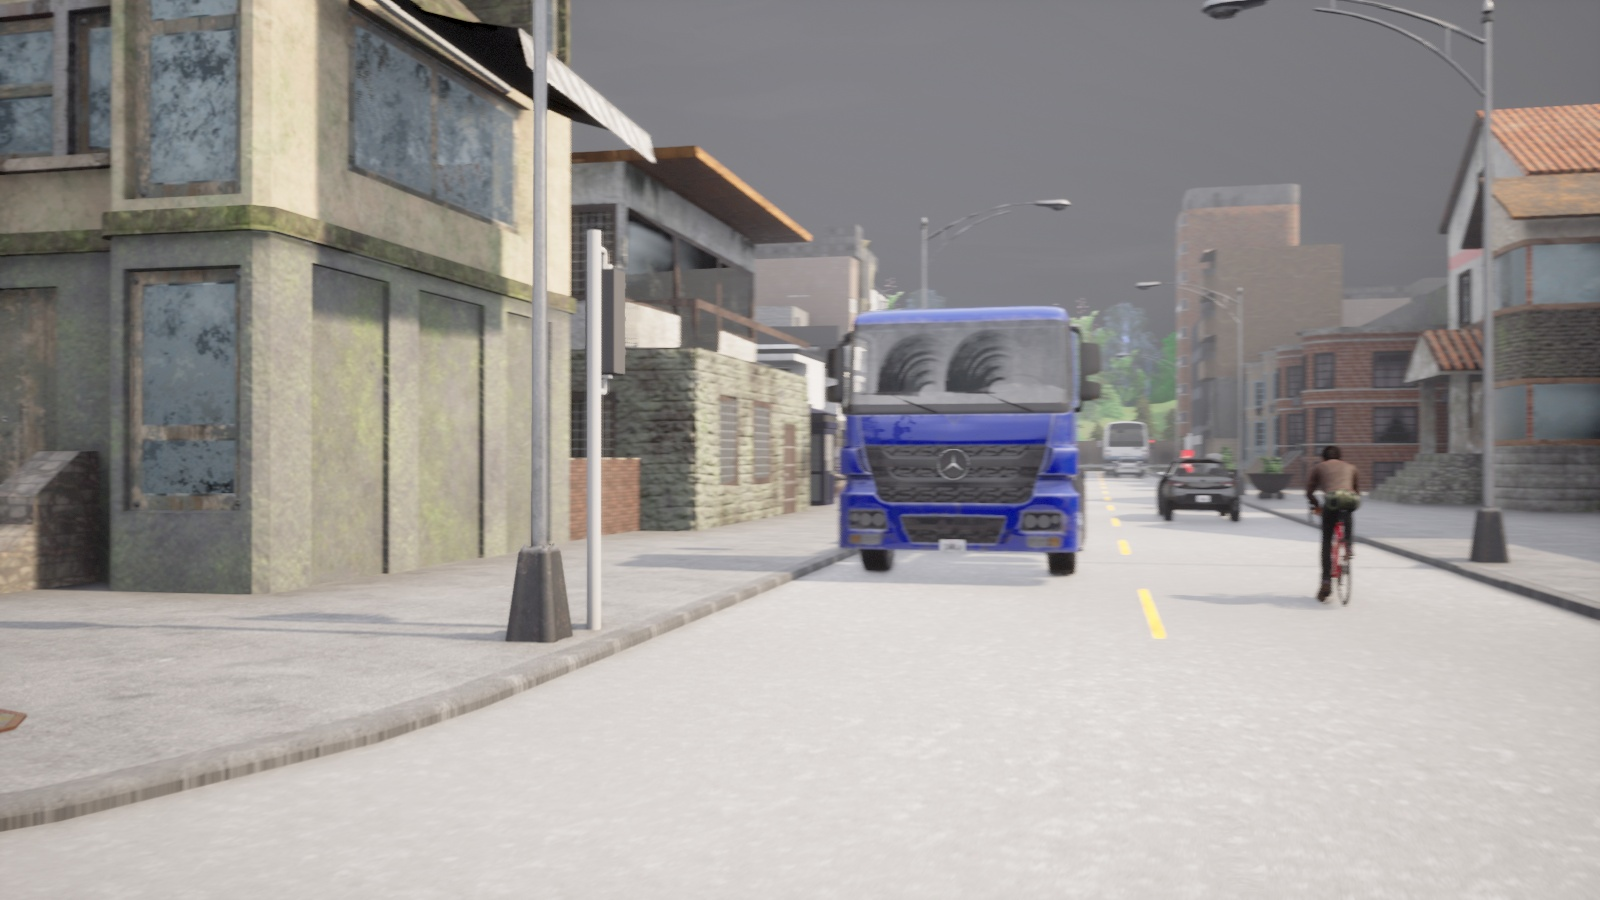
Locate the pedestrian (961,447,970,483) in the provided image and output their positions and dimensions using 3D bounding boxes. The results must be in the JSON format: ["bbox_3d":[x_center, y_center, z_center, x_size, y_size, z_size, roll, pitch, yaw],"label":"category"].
[{"bbox_3d":[8.804,0.798,66.876,0.396,1.930,0.692,0,0,12],"label":"pedestrian"}]

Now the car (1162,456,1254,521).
[{"bbox_3d":[9.910,0.894,30.731,1.816,1.474,4.193,0,0,14],"label":"car"}]

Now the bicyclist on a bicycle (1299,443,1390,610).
[{"bbox_3d":[5.614,0.750,13.013,0.582,1.620,1.656,0,-1,14],"label":"bicyclist on a bicycle"}]

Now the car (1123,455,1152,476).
[{"bbox_3d":[24.728,1.133,92.065,1.970,1.475,3.806,0,0,13],"label":"car"}]

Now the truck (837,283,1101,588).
[{"bbox_3d":[2.846,-0.141,18.489,2.891,3.462,7.936,0,0,15],"label":"truck"}]
